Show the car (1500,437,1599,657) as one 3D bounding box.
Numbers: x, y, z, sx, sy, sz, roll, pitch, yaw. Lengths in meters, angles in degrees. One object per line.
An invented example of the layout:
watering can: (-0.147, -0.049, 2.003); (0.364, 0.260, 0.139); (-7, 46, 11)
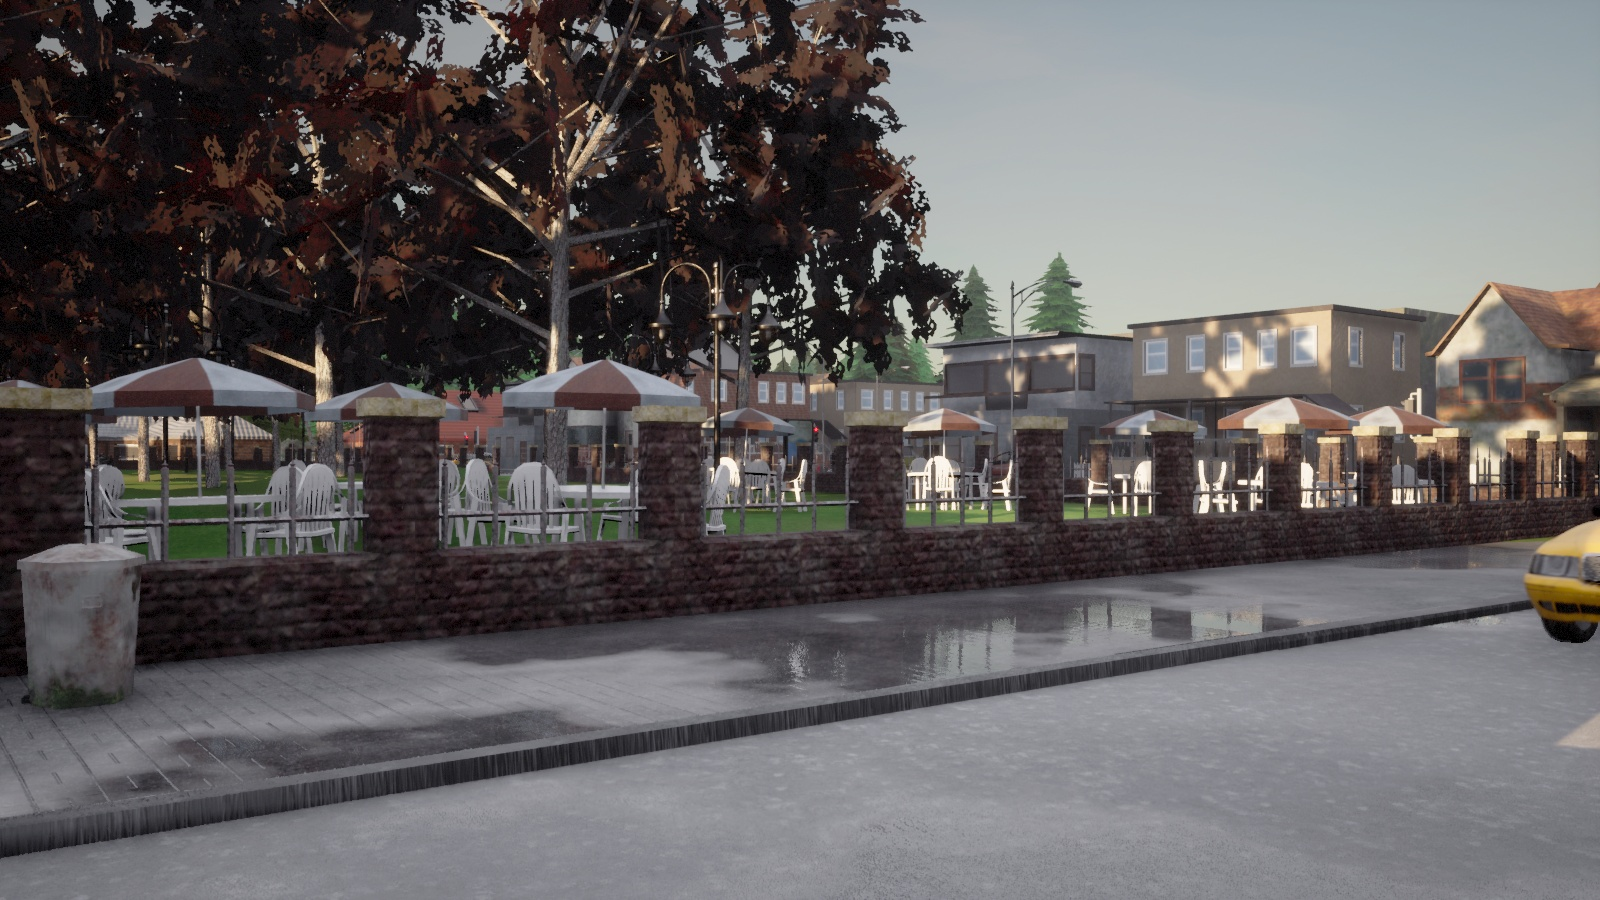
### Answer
car: (7.988, 0.692, 10.410); (5.366, 1.575, 1.801); (0, 0, -37)

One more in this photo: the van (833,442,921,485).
van: (3.654, 0.638, 60.519); (1.775, 1.987, 4.442); (0, 0, -37)

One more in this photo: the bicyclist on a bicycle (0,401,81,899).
bicyclist on a bicycle: (-2.431, 0.709, 2.515); (1.656, 1.620, 0.582); (0, 0, -37)

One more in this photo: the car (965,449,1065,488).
car: (9.083, 0.754, 53.352); (1.851, 1.617, 3.988); (0, 0, -37)
